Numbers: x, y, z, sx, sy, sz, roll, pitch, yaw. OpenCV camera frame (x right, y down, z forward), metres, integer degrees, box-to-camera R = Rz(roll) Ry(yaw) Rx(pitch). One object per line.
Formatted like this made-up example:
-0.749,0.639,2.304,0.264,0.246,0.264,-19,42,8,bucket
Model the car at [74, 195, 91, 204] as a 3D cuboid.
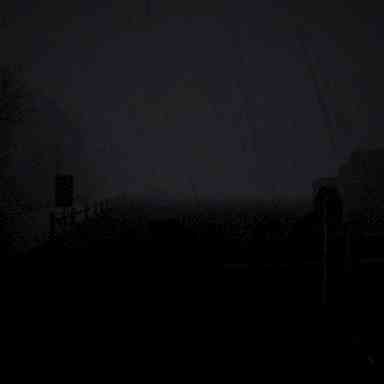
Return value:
-16.534,1.108,50.390,1.994,1.385,4.181,0,1,-9,car
